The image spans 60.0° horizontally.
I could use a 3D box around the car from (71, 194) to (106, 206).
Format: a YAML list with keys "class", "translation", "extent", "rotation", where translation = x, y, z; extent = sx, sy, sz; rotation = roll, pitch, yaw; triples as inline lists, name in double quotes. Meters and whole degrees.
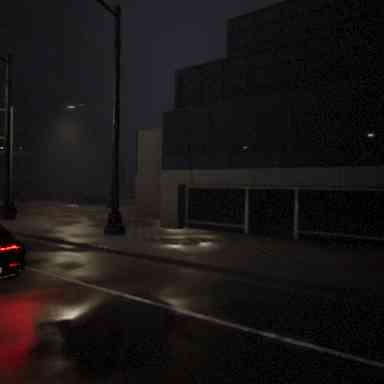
- class: "car"
  translation: [-12.584, 0.886, 40.688]
  extent: [1.994, 1.385, 4.181]
  rotation: [2, 1, 36]

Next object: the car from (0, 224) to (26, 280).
- class: "car"
  translation: [-6.053, 1.359, 8.298]
  extent: [4.892, 1.490, 1.837]
  rotation: [1, 1, 35]
